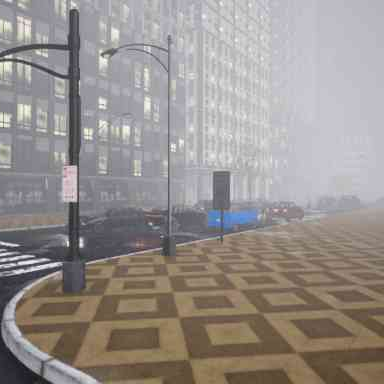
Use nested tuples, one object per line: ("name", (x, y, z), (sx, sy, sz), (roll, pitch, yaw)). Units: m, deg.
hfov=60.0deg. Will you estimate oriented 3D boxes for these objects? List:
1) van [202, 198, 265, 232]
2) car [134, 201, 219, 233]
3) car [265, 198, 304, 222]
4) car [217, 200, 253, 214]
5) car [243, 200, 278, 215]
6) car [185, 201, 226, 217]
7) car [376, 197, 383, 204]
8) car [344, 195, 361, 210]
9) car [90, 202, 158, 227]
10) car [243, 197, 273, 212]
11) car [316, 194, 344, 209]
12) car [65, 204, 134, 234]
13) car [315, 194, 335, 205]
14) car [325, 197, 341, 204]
("van", (2.613, 1.368, 20.250), (1.690, 1.788, 3.998), (0, 0, 38))
("car", (-0.775, 1.513, 20.068), (2.128, 1.511, 4.902), (0, 0, 38))
("car", (7.570, 1.473, 26.882), (1.967, 1.590, 4.097), (0, 0, 38))
("car", (4.713, 1.571, 36.097), (1.887, 1.381, 4.507), (0, 0, 38))
("car", (7.307, 1.594, 35.406), (1.994, 1.385, 4.181), (0, 0, 38))
("car", (1.322, 1.604, 31.685), (1.802, 1.307, 4.206), (0, 0, 38))
("car", (38.082, 1.659, 66.585), (1.947, 1.339, 4.313), (0, 0, 38))
("car", (21.131, 1.369, 44.529), (2.192, 1.841, 5.009), (0, 0, 38))
("car", (-4.780, 1.540, 23.958), (1.752, 1.417, 4.829), (0, 0, 38))
("car", (8.103, 1.471, 40.508), (1.967, 1.590, 4.097), (0, 0, 38))
("car", (18.629, 1.401, 45.321), (2.097, 1.767, 4.553), (0, 0, 38))
("car", (-4.711, 1.564, 19.788), (2.033, 1.411, 5.357), (0, 0, 38))
("car", (25.055, 1.381, 62.566), (2.192, 1.841, 5.009), (0, 0, 38))
("car", (28.445, 1.625, 66.977), (2.008, 1.369, 4.403), (0, 0, 38))
